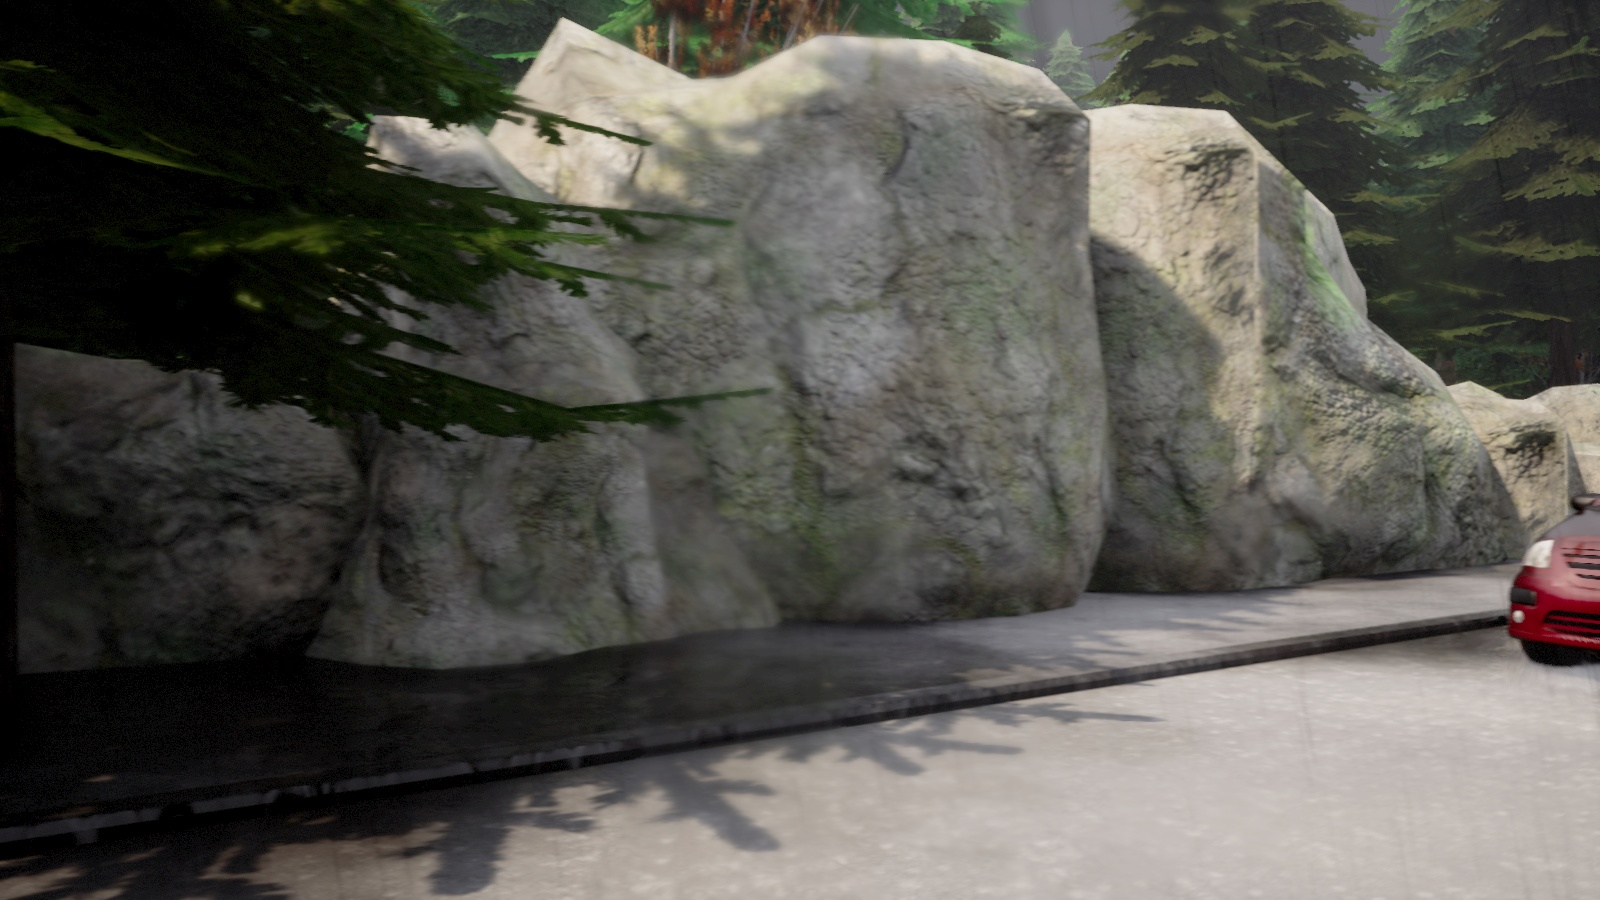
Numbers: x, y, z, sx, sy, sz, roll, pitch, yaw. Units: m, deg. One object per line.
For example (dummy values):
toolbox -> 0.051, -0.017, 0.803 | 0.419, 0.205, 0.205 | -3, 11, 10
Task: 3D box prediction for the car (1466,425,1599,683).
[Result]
car -> 6.704, 0.650, 8.934 | 3.988, 1.617, 1.851 | 0, 0, -35
